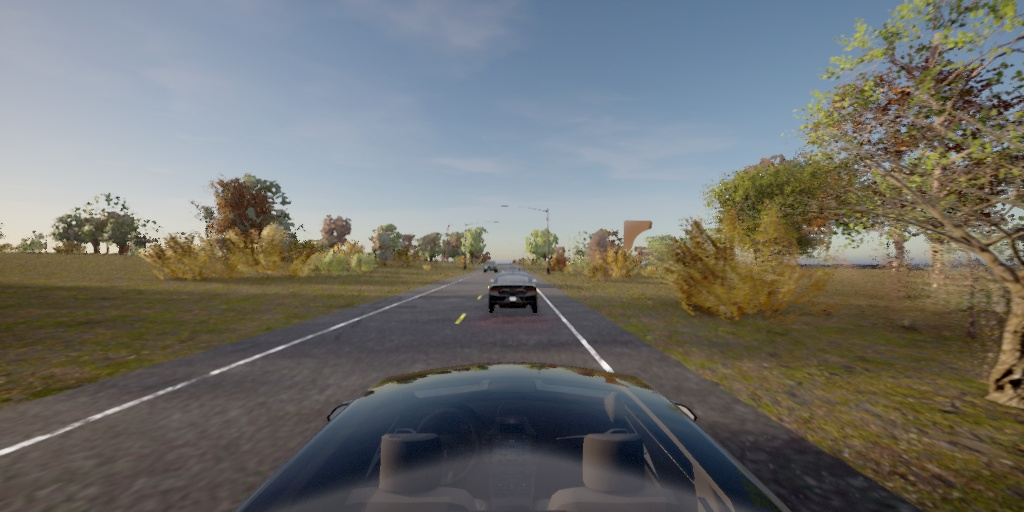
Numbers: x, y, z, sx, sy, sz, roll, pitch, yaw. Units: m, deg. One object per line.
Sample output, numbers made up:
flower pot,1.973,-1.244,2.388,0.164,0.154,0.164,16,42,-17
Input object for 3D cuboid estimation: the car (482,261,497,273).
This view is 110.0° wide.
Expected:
car,-3.558,1.763,58.509,2.150,2.045,5.566,0,-1,1

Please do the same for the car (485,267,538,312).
car,0.054,1.413,15.324,1.882,1.535,5.008,0,-1,0
